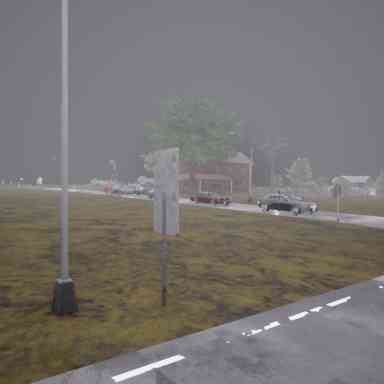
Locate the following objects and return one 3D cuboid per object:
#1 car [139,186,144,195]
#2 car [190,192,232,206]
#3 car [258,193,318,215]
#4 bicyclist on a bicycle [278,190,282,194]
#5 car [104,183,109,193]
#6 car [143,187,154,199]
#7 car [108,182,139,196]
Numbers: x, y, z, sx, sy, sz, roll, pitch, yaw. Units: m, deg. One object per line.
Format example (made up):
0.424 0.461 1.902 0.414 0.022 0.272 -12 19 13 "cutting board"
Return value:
-8.411 -0.187 52.569 1.812 1.442 4.674 0 2 -35 "car"
1.843 0.658 33.312 1.895 1.301 4.718 0 2 -36 "car"
7.295 0.895 25.724 2.128 1.511 4.902 0 2 -36 "car"
8.891 0.664 33.763 1.656 1.620 0.582 0 2 -36 "bicyclist on a bicycle"
-14.110 -0.818 60.409 2.150 2.045 5.566 0 2 -36 "car"
-3.831 0.231 41.225 1.812 1.442 4.674 0 2 -36 "car"
-10.466 -0.348 50.554 2.097 1.767 4.553 0 2 -35 "car"
